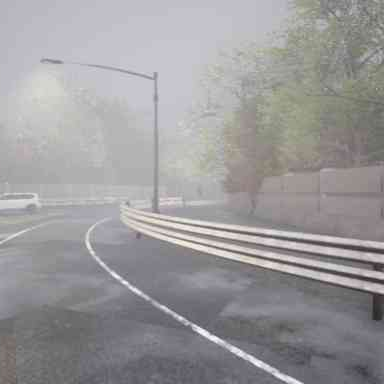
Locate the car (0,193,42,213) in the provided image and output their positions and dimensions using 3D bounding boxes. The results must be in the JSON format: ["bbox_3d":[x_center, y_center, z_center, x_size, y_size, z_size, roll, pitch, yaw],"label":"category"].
[{"bbox_3d":[-18.113,1.116,33.415,5.566,2.045,2.150,0,0,-45],"label":"car"}]
